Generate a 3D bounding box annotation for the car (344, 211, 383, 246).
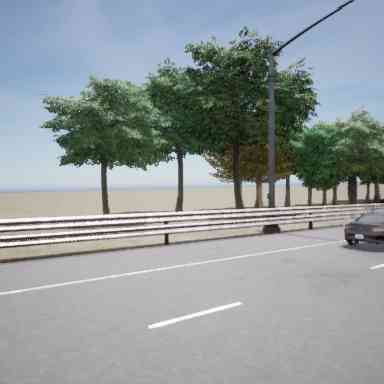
[{"bbox_3d":[8.275,1.539,14.071,4.674,1.442,1.812,0,0,-35],"label":"car"}]
